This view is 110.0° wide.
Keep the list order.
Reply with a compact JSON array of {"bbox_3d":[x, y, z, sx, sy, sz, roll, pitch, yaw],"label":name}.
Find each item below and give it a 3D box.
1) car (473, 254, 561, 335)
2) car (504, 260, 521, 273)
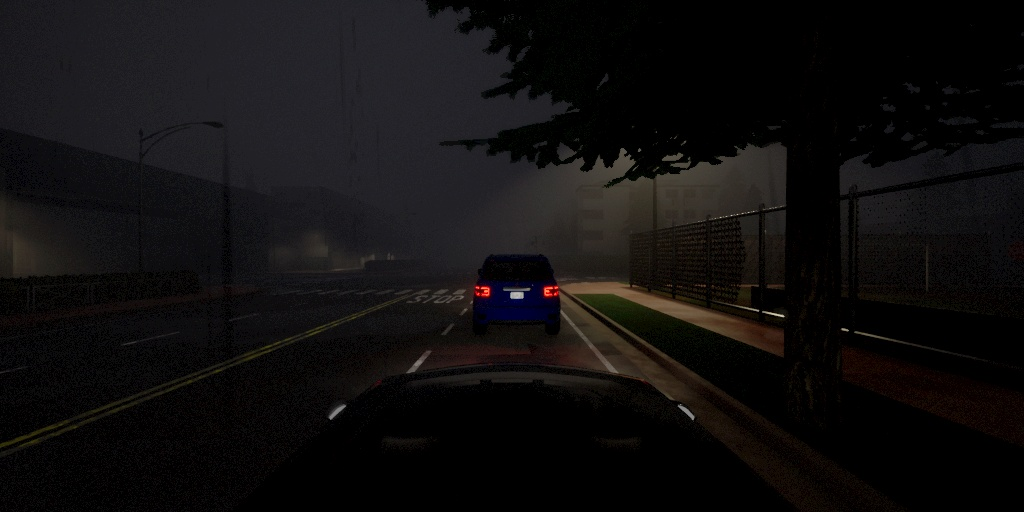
[{"bbox_3d":[0.116,0.972,10.689,2.150,2.045,5.566,0,0,0],"label":"car"},{"bbox_3d":[0.029,1.242,45.564,2.128,1.511,4.902,0,0,0],"label":"car"}]
